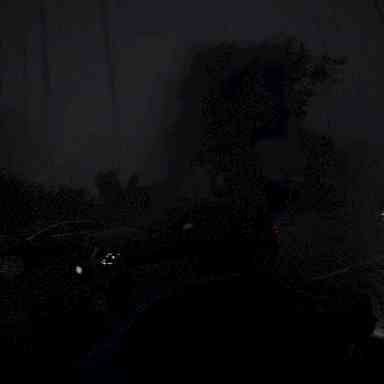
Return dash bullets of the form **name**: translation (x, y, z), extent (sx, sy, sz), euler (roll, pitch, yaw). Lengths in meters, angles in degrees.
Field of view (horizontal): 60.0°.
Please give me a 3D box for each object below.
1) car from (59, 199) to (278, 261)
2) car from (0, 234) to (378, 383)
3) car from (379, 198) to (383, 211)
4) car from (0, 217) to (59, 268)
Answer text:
- **car**: translation (-0.117, 1.231, 8.456), extent (5.566, 2.045, 2.150), euler (0, 0, -38)
- **car**: translation (0.099, 1.552, 3.939), extent (5.357, 1.411, 2.033), euler (0, 0, -37)
- **car**: translation (24.237, 1.475, 40.904), extent (2.128, 1.511, 4.902), euler (0, 0, 32)
- **car**: translation (-3.959, 1.508, 9.954), extent (4.902, 1.511, 2.128), euler (0, 0, -37)
